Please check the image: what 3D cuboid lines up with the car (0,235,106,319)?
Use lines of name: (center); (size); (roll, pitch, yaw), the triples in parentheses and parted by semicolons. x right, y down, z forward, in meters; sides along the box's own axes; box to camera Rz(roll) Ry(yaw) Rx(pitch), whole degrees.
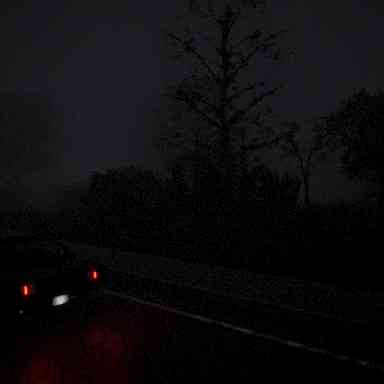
car: (-4.050, 1.619, 7.254); (4.718, 1.301, 1.895); (0, 0, 39)
